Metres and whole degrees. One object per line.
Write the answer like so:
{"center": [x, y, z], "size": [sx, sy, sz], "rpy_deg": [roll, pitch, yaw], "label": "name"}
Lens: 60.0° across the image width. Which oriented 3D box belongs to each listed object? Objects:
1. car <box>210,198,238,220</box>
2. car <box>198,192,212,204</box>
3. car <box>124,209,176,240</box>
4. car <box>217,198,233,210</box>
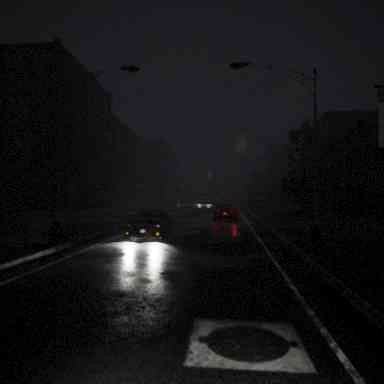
{"center": [2.787, 1.476, 27.935], "size": [1.882, 1.535, 5.008], "rpy_deg": [0, 0, 6], "label": "car"}
{"center": [2.297, 1.039, 59.044], "size": [2.150, 2.045, 5.566], "rpy_deg": [0, 0, 6], "label": "car"}
{"center": [-2.045, 1.566, 16.996], "size": [1.994, 1.385, 4.181], "rpy_deg": [0, 0, 6], "label": "car"}
{"center": [4.395, 1.483, 43.739], "size": [1.994, 1.385, 4.181], "rpy_deg": [0, 0, 6], "label": "car"}
